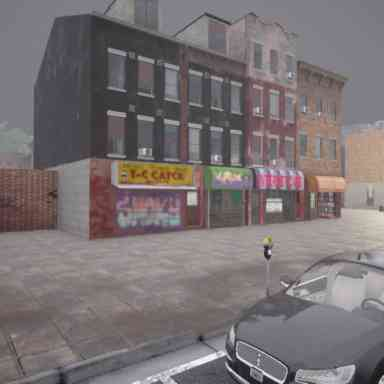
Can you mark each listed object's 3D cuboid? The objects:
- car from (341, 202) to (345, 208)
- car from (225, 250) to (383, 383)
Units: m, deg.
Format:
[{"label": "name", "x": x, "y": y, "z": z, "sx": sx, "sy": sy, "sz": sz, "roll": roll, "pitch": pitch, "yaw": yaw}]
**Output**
[{"label": "car", "x": 16.756, "y": 1.471, "z": 42.153, "sx": 1.895, "sy": 1.301, "sz": 4.718, "roll": 0, "pitch": 0, "yaw": -36}, {"label": "car", "x": 2.410, "y": 1.552, "z": 4.519, "sx": 4.403, "sy": 1.369, "sz": 2.008, "roll": 0, "pitch": 0, "yaw": -35}]
